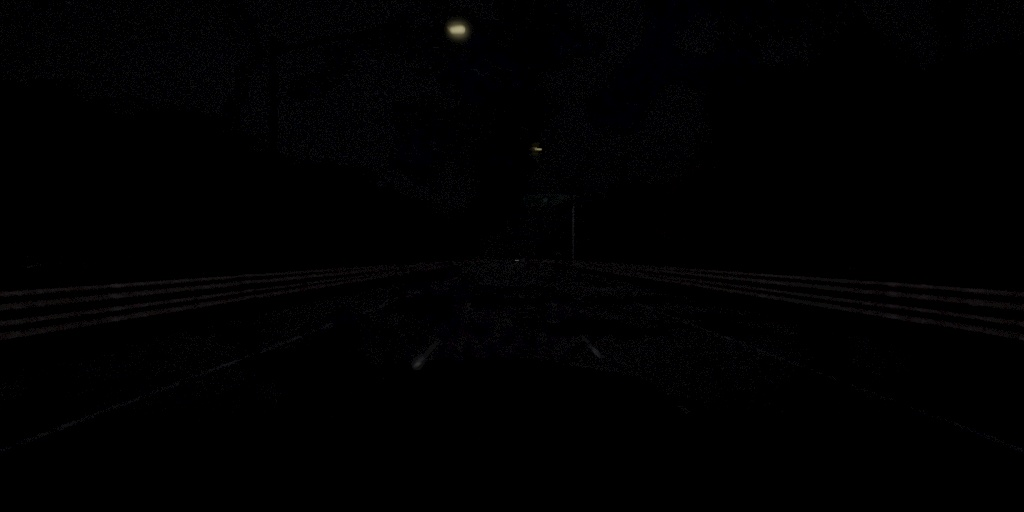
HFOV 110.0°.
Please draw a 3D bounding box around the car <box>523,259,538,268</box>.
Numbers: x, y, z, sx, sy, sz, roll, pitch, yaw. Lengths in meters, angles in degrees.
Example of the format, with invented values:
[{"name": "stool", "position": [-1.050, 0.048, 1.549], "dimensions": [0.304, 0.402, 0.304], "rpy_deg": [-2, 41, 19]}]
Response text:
[{"name": "car", "position": [3.513, 1.339, 63.925], "dimensions": [1.882, 1.535, 5.008], "rpy_deg": [0, 0, 0]}]
